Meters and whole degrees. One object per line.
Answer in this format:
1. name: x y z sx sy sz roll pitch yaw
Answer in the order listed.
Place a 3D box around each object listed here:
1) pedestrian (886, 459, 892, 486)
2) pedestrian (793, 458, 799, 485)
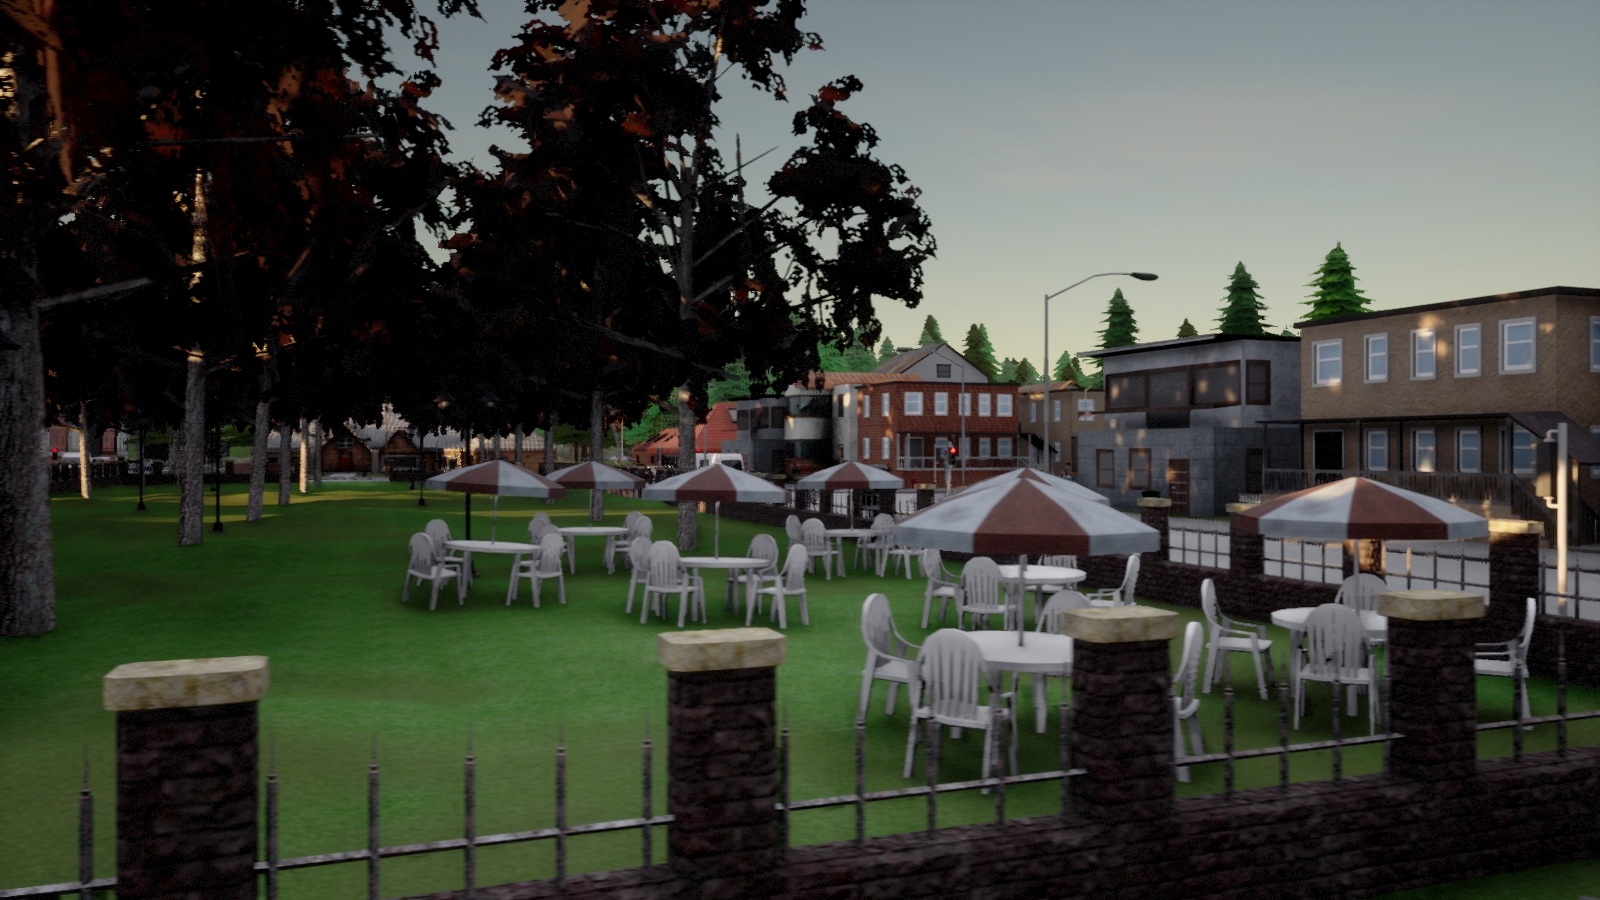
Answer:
1. pedestrian: 5.992 1.514 76.910 0.375 1.860 0.375 0 0 -3
2. pedestrian: -0.261 1.515 78.896 0.375 1.860 0.375 0 0 6
